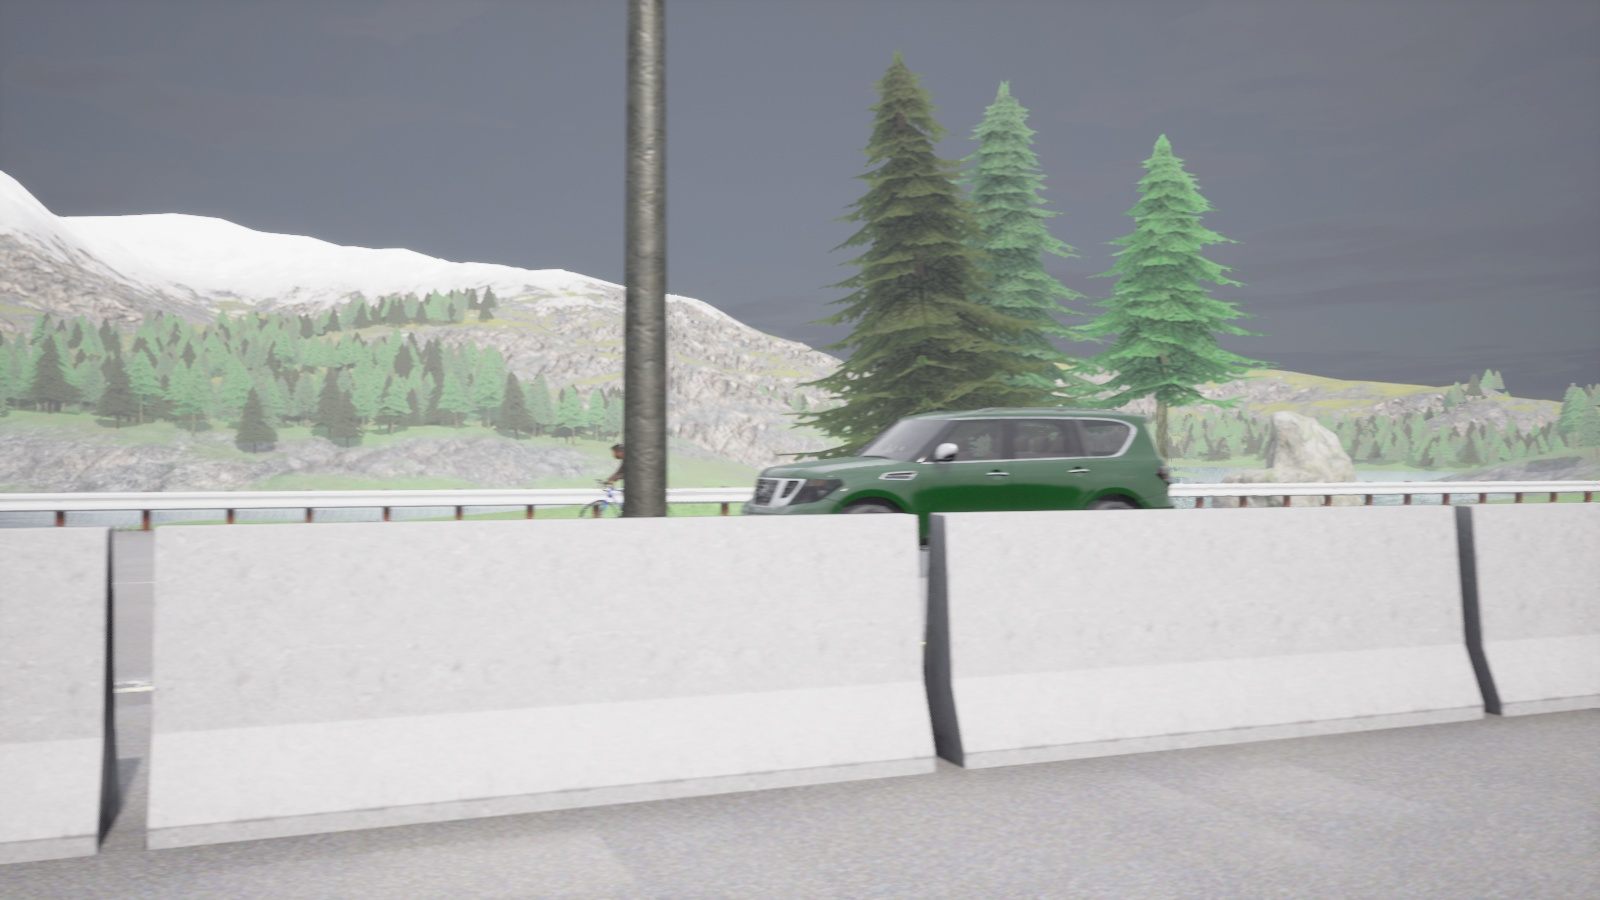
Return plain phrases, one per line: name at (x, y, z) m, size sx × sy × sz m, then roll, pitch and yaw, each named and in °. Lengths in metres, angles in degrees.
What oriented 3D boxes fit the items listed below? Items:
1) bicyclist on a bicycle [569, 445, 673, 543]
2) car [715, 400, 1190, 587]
bicyclist on a bicycle at (-3.038, 0.723, 21.362) m, size 1.656 × 1.620 × 0.582 m, roll 0°, pitch 0°, yaw -21°
car at (1.920, 0.477, 15.785) m, size 5.566 × 2.045 × 2.150 m, roll 0°, pitch 0°, yaw -21°
